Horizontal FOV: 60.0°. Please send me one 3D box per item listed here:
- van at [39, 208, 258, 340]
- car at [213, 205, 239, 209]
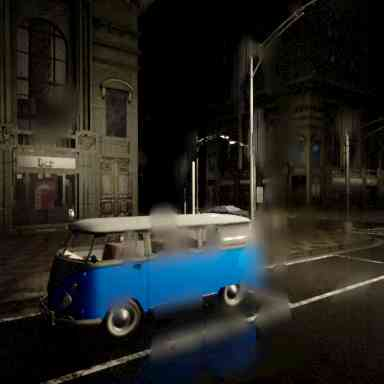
[{"bbox_3d":[-0.563,1.341,6.271,3.998,1.788,1.690,0,0,-36],"label":"van"},{"bbox_3d":[3.187,1.930,30.370,2.033,1.411,5.357,0,-1,-36],"label":"car"}]
